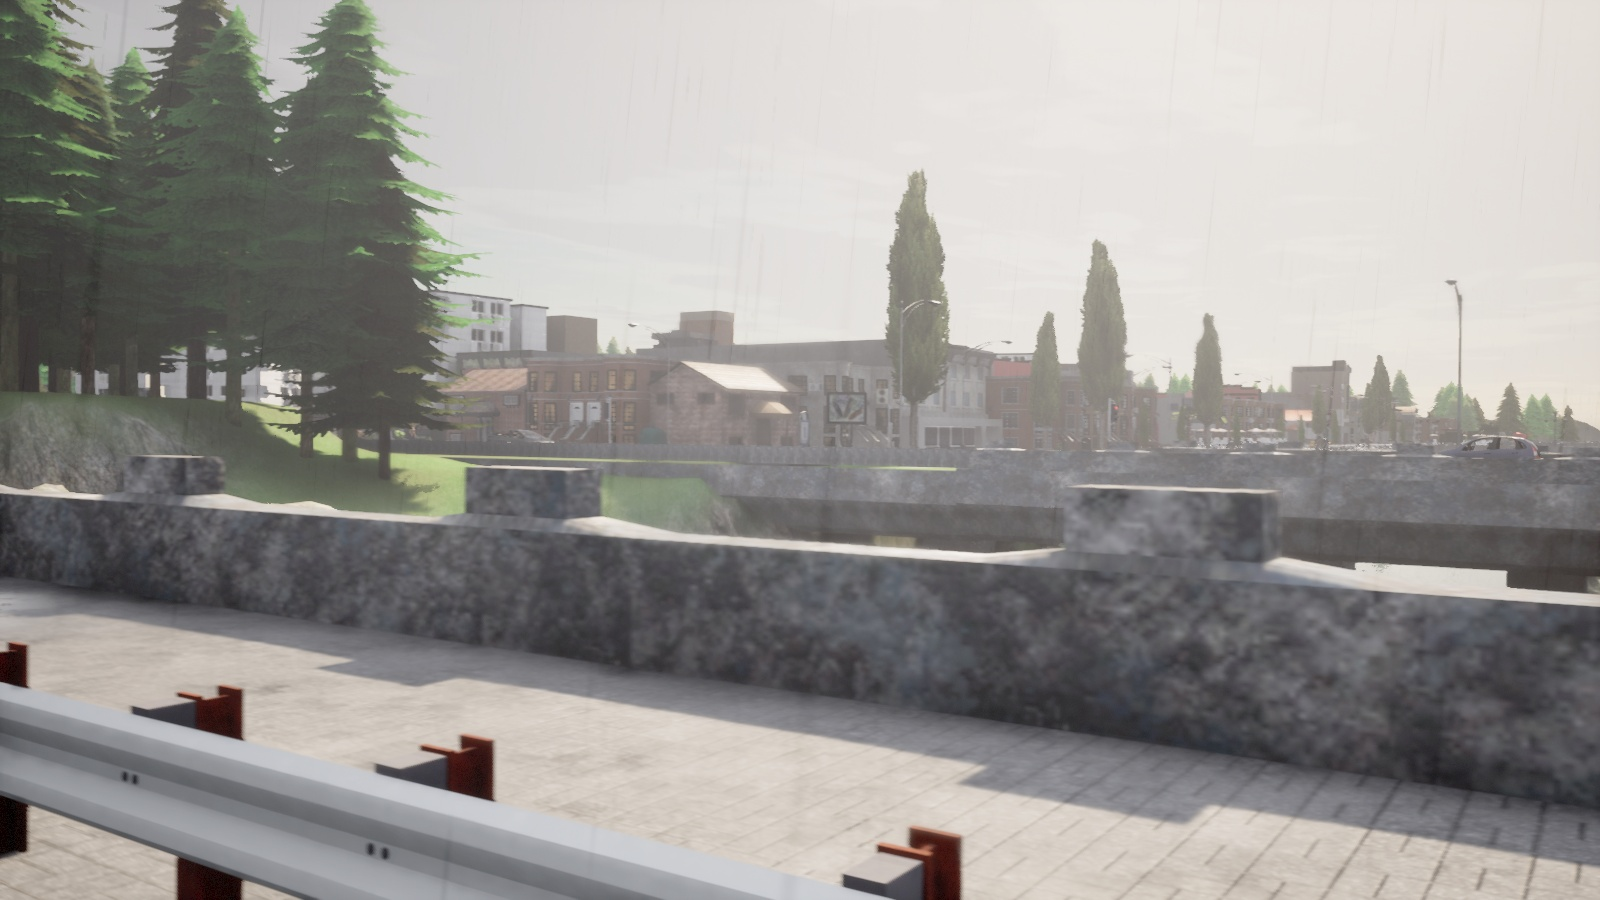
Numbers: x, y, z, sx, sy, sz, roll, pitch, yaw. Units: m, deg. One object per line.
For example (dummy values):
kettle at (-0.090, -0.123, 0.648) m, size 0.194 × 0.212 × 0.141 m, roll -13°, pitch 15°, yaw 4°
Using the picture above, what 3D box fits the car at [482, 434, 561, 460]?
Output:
car at (-16.567, -0.191, 74.724) m, size 4.514 × 1.525 × 2.007 m, roll 0°, pitch 1°, yaw 34°

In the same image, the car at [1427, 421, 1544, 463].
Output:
car at (27.408, -0.305, 50.243) m, size 3.988 × 1.617 × 1.851 m, roll 0°, pitch 1°, yaw 34°
